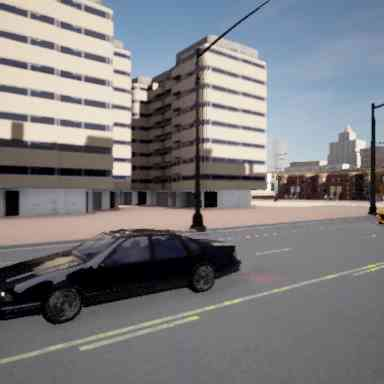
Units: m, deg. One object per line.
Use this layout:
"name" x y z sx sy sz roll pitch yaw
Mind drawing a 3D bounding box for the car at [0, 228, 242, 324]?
"car" -1.339 1.547 7.319 5.357 1.411 2.033 0 0 -35

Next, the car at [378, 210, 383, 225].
"car" 14.873 1.468 23.189 5.008 1.535 1.882 0 0 -35
